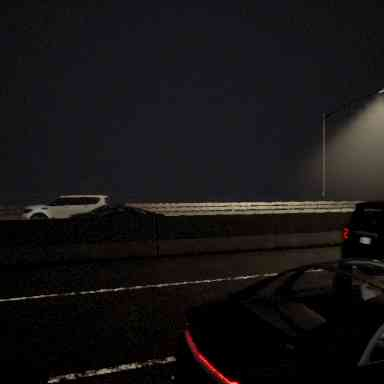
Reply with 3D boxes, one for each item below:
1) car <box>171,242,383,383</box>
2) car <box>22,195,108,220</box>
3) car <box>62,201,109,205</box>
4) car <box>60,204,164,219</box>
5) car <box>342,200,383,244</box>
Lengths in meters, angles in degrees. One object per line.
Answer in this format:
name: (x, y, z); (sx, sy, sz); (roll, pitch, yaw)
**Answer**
car: (2.245, 1.490, 3.383); (4.902, 1.511, 2.128); (0, 0, -19)
car: (-8.211, 1.224, 22.194); (5.566, 2.045, 2.150); (0, 0, -19)
car: (-4.885, 1.506, 19.644); (4.892, 1.490, 1.837); (0, 0, -19)
car: (-3.719, 1.506, 16.343); (4.892, 1.490, 1.837); (0, 0, -19)
car: (6.541, 1.219, 8.584); (5.566, 2.045, 2.150); (0, 0, -19)
